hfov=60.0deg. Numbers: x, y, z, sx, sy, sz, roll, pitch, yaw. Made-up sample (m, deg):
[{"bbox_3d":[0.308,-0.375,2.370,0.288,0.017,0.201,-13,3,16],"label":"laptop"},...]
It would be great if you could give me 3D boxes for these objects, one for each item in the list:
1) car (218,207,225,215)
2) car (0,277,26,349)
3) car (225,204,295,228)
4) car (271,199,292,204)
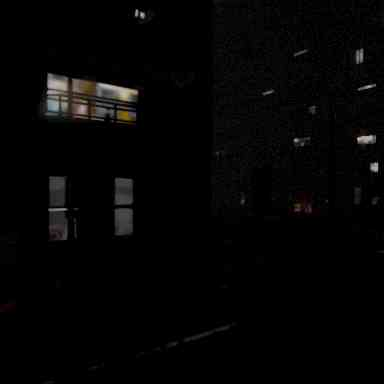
[{"bbox_3d":[4.892,2.028,39.028,1.887,1.381,4.507,-2,0,-36],"label":"car"},{"bbox_3d":[-4.170,1.583,3.648,4.206,1.307,1.802,0,0,-36],"label":"car"},{"bbox_3d":[4.937,1.821,24.770,1.752,1.417,4.829,-1,0,-36],"label":"car"},{"bbox_3d":[8.216,1.697,34.448,2.192,1.841,5.009,-2,0,-36],"label":"car"}]
